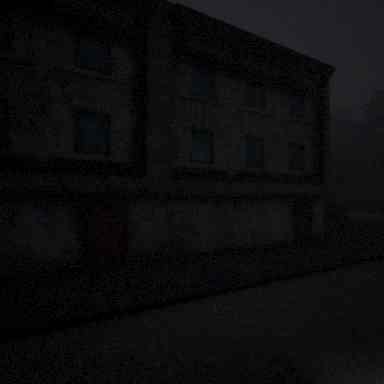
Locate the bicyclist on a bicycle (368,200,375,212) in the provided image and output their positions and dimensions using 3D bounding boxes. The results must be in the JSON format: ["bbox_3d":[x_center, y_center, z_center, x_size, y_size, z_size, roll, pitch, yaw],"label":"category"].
[{"bbox_3d":[23.357,1.846,43.284,1.656,1.620,0.582,0,0,-36],"label":"bicyclist on a bicycle"}]
